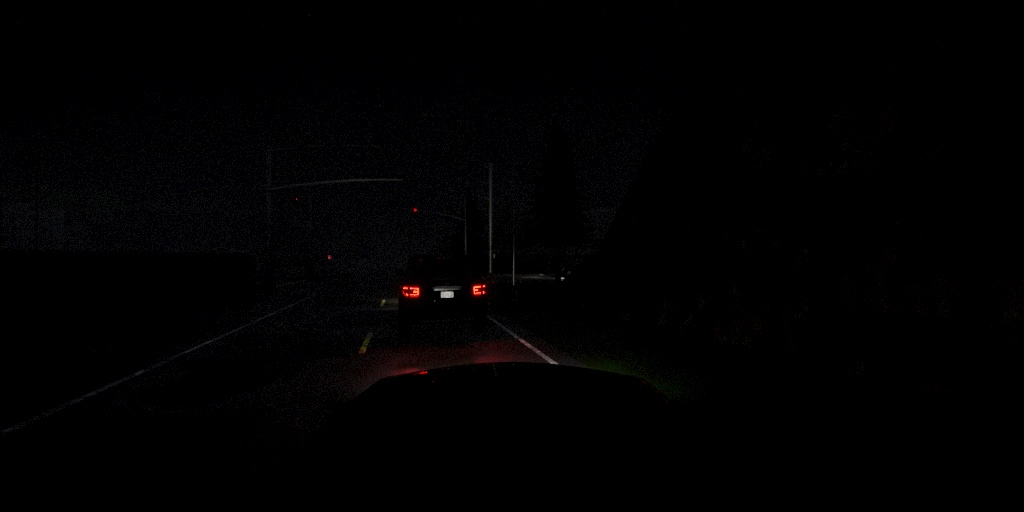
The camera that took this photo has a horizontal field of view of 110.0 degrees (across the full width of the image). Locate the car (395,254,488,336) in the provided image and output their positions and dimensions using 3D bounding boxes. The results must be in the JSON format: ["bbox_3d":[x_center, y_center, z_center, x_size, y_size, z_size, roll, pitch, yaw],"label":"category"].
[{"bbox_3d":[-2.230,0.971,10.718,2.150,2.045,5.566,0,0,-16],"label":"car"}]

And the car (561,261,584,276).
[{"bbox_3d":[6.659,1.227,35.261,5.008,1.535,1.882,0,0,-19],"label":"car"}]
